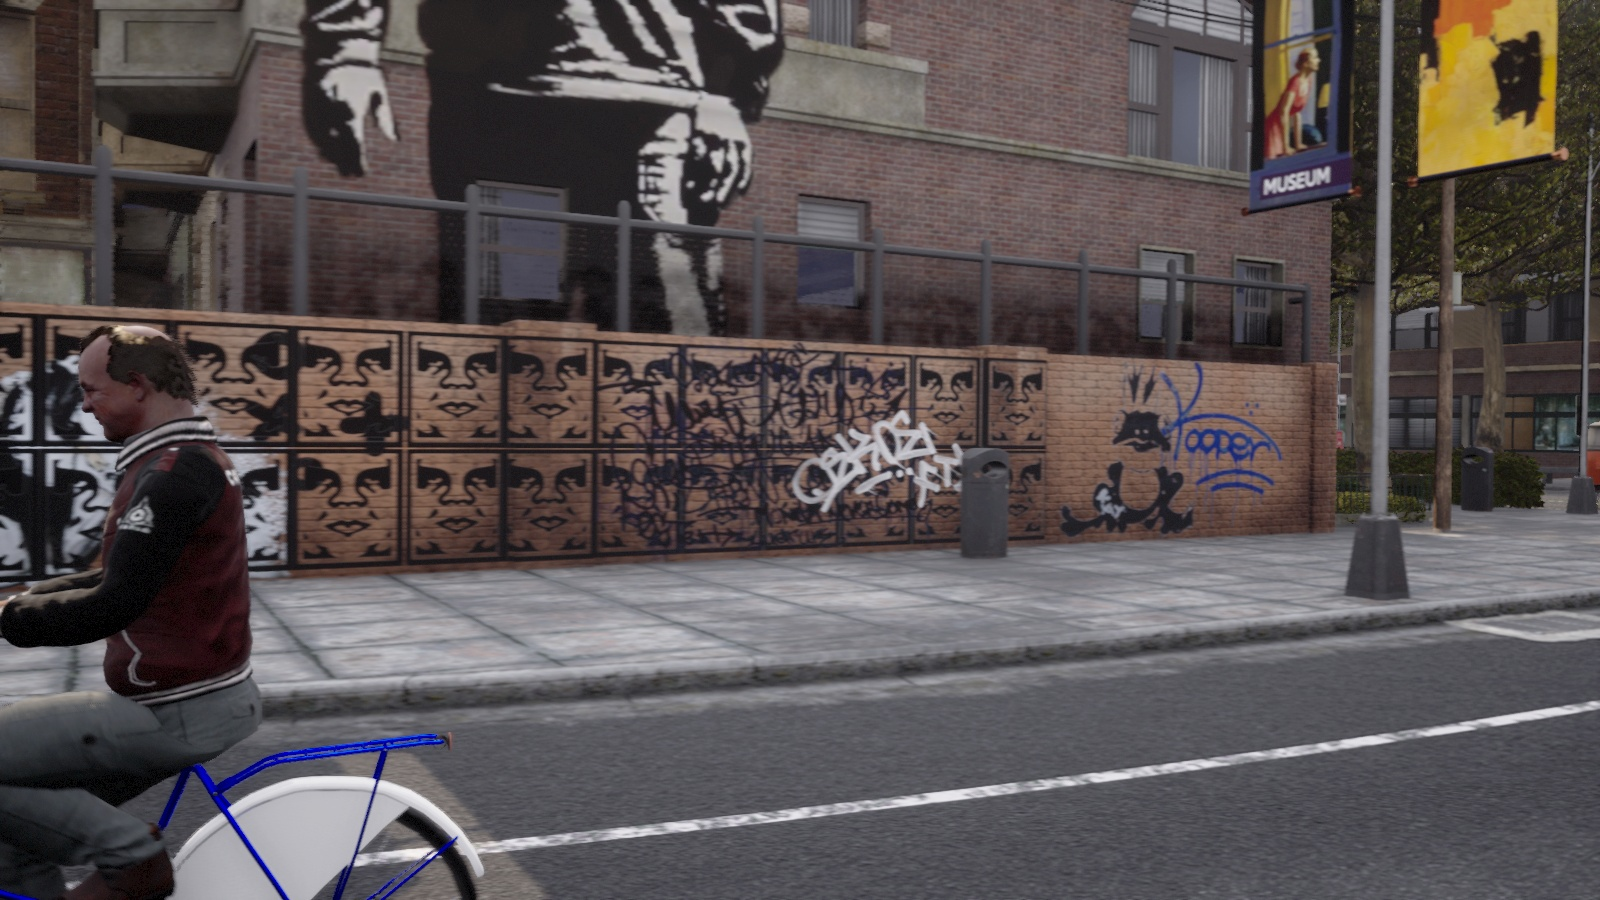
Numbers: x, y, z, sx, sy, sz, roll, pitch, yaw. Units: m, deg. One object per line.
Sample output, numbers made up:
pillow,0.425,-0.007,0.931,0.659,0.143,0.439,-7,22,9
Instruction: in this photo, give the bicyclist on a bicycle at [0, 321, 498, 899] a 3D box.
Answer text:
bicyclist on a bicycle,-1.621,0.646,2.661,1.843,1.776,0.659,-1,1,-20

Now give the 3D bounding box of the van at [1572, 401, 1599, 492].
van,19.114,-0.074,26.554,1.775,1.987,4.442,-1,1,-29
